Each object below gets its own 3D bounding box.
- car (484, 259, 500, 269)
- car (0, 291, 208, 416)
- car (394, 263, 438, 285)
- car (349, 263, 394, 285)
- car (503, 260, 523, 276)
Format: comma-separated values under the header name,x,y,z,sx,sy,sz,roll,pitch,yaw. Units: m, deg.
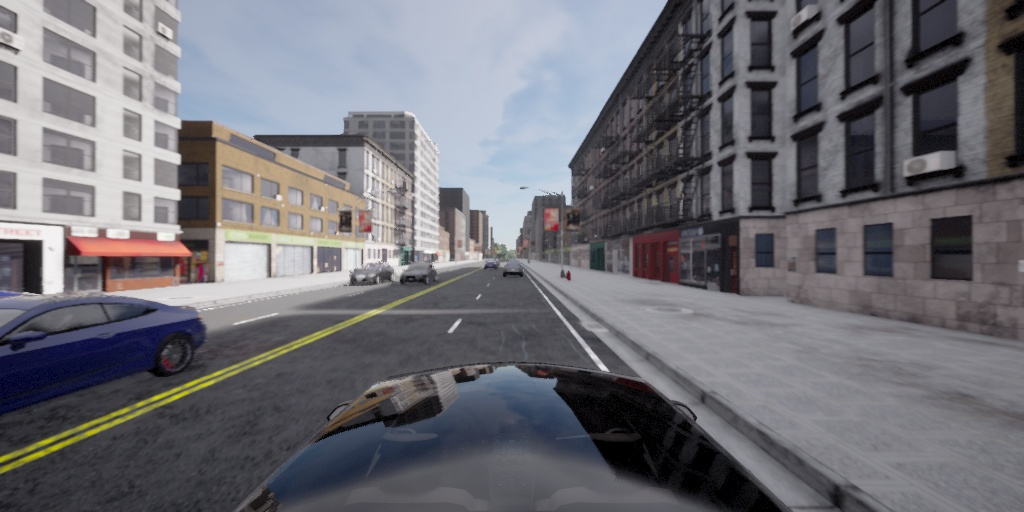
name,x,y,z,sx,sy,sz,roll,pitch,yaw
car,-3.156,1.275,54.506,1.812,1.442,4.674,0,-1,0
car,-6.512,1.275,4.717,1.812,1.442,4.674,0,0,0
car,-6.599,1.253,25.800,1.837,1.490,4.892,0,0,0
car,-9.848,1.240,25.655,2.128,1.511,4.902,0,0,0
car,0.097,1.312,36.665,1.994,1.385,4.181,0,0,0
